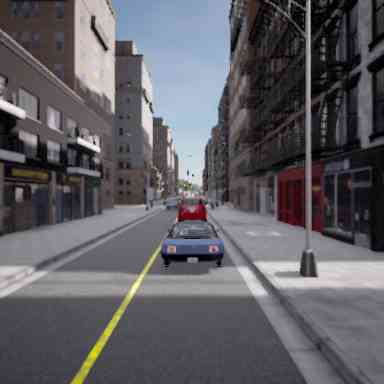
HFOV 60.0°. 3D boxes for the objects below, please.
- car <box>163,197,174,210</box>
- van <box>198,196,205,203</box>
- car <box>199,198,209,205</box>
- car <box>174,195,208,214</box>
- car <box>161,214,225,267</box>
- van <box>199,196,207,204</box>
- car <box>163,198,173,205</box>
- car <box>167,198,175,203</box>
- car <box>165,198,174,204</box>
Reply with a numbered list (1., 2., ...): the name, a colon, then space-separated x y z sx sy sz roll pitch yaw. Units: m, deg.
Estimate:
1. car: -2.767 1.897 48.329 2.033 1.411 5.357 0 0 1
2. van: 2.641 1.978 91.248 1.690 1.788 3.998 0 0 0
3. car: 2.640 2.075 74.200 2.008 1.369 4.403 0 0 0
4. car: 0.038 1.417 26.303 2.150 2.045 5.566 0 0 1
5. car: 0.043 1.689 11.778 1.895 1.301 4.718 0 0 1
6. van: 2.641 1.903 79.884 1.690 1.788 3.998 0 0 0
7. car: -5.385 2.091 74.200 1.947 1.339 4.313 0 0 0
8. car: -5.384 2.166 85.565 1.947 1.339 4.313 0 0 0
9. car: -5.384 2.145 79.882 1.802 1.307 4.206 0 0 0
